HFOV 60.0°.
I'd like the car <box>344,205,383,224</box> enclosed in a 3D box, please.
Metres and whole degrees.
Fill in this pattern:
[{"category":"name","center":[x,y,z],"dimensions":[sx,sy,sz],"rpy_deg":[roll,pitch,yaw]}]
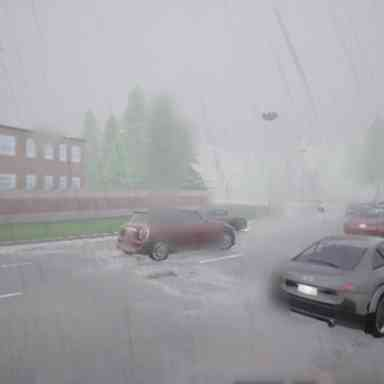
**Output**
[{"category":"car","center":[9.393,1.564,17.104],"dimensions":[1.994,1.385,4.181],"rpy_deg":[0,0,43]}]

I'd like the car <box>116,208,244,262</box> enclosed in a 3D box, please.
[{"category":"car","center":[-0.448,1.396,12.595],"dimensions":[4.553,1.767,2.097],"rpy_deg":[0,0,-40]}]

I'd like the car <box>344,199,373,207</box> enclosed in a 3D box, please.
[{"category":"car","center":[15.105,1.555,30.683],"dimensions":[2.033,1.411,5.357],"rpy_deg":[0,0,24]}]

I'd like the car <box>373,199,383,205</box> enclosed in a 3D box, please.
[{"category":"car","center":[20.702,1.486,37.054],"dimensions":[2.128,1.511,4.902],"rpy_deg":[0,0,14]}]

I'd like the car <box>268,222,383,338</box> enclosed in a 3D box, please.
[{"category":"car","center":[3.433,1.567,6.734],"dimensions":[4.181,1.385,1.994],"rpy_deg":[0,0,-40]}]

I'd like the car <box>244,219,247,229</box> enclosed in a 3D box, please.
[{"category":"car","center":[1.233,1.617,18.765],"dimensions":[4.181,1.385,1.994],"rpy_deg":[0,0,-43]}]

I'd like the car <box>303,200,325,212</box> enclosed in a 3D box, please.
[{"category":"car","center":[14.289,1.640,39.285],"dimensions":[1.895,1.301,4.718],"rpy_deg":[0,0,12]}]
